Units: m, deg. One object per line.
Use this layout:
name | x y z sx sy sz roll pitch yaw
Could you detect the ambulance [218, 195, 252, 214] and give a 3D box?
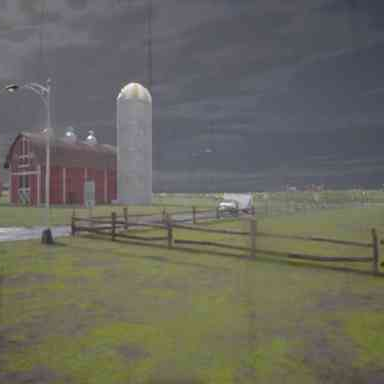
ambulance | 5.659 1.595 43.851 2.351 2.431 6.366 0 -1 35
